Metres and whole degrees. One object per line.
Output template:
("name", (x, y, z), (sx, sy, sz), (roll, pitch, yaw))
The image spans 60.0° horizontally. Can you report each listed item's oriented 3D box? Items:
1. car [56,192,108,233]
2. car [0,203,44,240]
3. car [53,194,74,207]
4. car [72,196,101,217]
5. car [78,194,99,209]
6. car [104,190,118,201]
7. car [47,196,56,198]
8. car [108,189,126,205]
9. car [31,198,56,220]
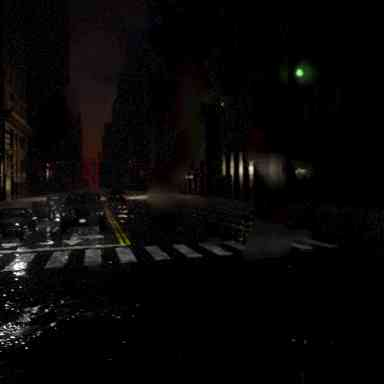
("car", (-6.107, 1.016, 18.821), (2.150, 2.045, 5.566), (-1, 1, -16))
("car", (-8.656, 1.464, 15.937), (1.895, 1.301, 4.718), (-1, 1, -16))
("car", (-16.887, 1.085, 43.929), (2.033, 1.411, 5.357), (-1, 1, -16))
("car", (-8.968, 1.177, 28.503), (2.128, 1.511, 4.902), (-1, 1, -16))
("car", (-11.914, 1.060, 38.499), (2.128, 1.511, 4.902), (-1, 1, -16))
("car", (-14.099, 0.640, 57.948), (2.097, 1.767, 4.553), (-1, 1, -16))
("car", (-13.893, 1.152, 33.703), (2.128, 1.511, 4.902), (-1, 1, -16))
("car", (-10.256, 0.672, 44.978), (2.150, 2.045, 5.566), (-1, 1, -17))
("car", (-11.227, 1.365, 24.682), (1.895, 1.301, 4.718), (-1, 1, -16))
